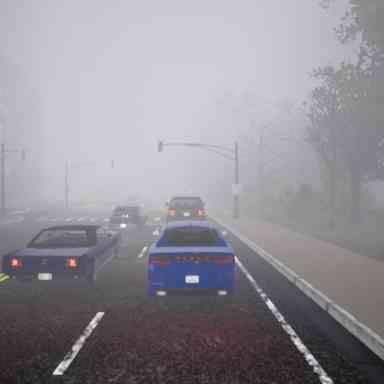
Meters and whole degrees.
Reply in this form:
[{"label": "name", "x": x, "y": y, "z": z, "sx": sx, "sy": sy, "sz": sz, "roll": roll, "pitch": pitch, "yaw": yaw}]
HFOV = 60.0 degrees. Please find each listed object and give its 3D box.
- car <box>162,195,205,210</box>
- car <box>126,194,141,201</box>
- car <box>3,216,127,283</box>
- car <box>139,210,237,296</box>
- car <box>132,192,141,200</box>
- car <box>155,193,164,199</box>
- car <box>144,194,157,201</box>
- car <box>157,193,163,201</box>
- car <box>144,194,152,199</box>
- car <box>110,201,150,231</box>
[{"label": "car", "x": -0.379, "y": 1.208, "z": 19.169, "sx": 2.150, "sy": 2.045, "sz": 5.566, "roll": 0, "pitch": 0, "yaw": -2}, {"label": "car", "x": -9.874, "y": 1.470, "z": 54.538, "sx": 1.812, "sy": 1.442, "sz": 4.674, "roll": 0, "pitch": 0, "yaw": -6}, {"label": "car", "x": -3.317, "y": 1.595, "z": 9.629, "sx": 1.895, "sy": 1.301, "sz": 4.718, "roll": 0, "pitch": 0, "yaw": -1}, {"label": "car", "x": -0.045, "y": 1.472, "z": 8.667, "sx": 1.882, "sy": 1.535, "sz": 5.008, "roll": 0, "pitch": 0, "yaw": -1}, {"label": "car", "x": -14.162, "y": 0.996, "z": 84.508, "sx": 2.097, "sy": 1.767, "sz": 4.553, "roll": 0, "pitch": 0, "yaw": -10}, {"label": "car", "x": -9.197, "y": 1.173, "z": 93.424, "sx": 1.882, "sy": 1.535, "sz": 5.008, "roll": 0, "pitch": 0, "yaw": -11}, {"label": "car", "x": -10.511, "y": 1.363, "z": 82.532, "sx": 1.882, "sy": 1.535, "sz": 5.008, "roll": 0, "pitch": 0, "yaw": -10}, {"label": "car", "x": -7.376, "y": 1.358, "z": 83.462, "sx": 1.882, "sy": 1.535, "sz": 5.008, "roll": 0, "pitch": 0, "yaw": -10}, {"label": "car", "x": -12.391, "y": 1.251, "z": 92.824, "sx": 1.994, "sy": 1.385, "sz": 4.181, "roll": 0, "pitch": 0, "yaw": -11}, {"label": "car", "x": -3.656, "y": 1.491, "z": 19.630, "sx": 1.837, "sy": 1.490, "sz": 4.892, "roll": 0, "pitch": 0, "yaw": -2}]
